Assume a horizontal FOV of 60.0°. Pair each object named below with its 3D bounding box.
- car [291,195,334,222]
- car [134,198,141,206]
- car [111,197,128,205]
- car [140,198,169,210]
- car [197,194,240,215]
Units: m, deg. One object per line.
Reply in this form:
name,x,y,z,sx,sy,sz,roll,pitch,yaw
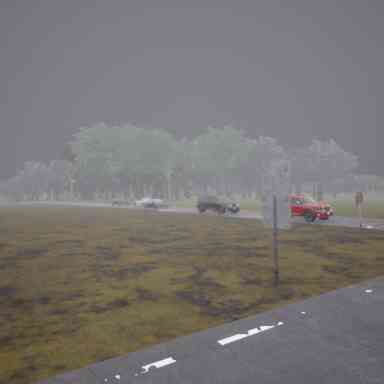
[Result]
car,8.882,1.291,27.821,2.150,2.045,5.566,-2,1,-36
car,-8.219,1.713,56.567,1.812,1.442,4.674,-2,1,-36
car,-14.099,1.789,64.708,2.128,1.511,4.902,-2,0,-36
car,-5.106,1.702,47.249,1.812,1.442,4.674,-2,1,-36
car,2.747,1.312,36.332,2.150,2.045,5.566,-2,2,-36
